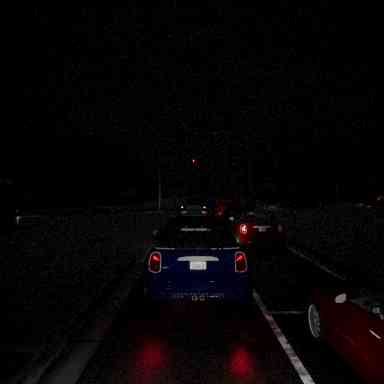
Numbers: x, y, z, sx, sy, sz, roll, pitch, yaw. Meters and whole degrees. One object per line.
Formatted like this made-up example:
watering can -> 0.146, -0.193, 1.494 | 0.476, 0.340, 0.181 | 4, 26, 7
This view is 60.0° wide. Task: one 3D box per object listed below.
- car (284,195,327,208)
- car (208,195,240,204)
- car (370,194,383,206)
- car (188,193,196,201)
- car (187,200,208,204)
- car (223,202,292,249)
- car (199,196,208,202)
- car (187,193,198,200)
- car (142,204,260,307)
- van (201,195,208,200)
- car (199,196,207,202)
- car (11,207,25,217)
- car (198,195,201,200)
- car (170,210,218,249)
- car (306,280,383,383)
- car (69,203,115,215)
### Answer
car -> 13.590, 1.132, 39.904 | 4.892, 1.490, 1.837 | -1, 1, 0
car -> 2.637, 1.323, 25.210 | 2.192, 1.841, 5.009 | -1, 0, 0
car -> 23.874, 0.732, 39.902 | 4.553, 1.767, 2.097 | -1, 1, 0
car -> 0.045, 1.371, 92.197 | 2.150, 2.045, 5.566 | 0, 0, 0
car -> 0.114, 1.572, 25.503 | 1.994, 1.385, 4.181 | 0, 0, -1
car -> 2.634, 1.441, 14.406 | 1.967, 1.590, 4.097 | -1, 0, 0
car -> 2.665, 1.654, 78.603 | 2.008, 1.369, 4.403 | -1, 0, 0
car -> 0.128, 1.427, 67.811 | 2.097, 1.767, 4.553 | 0, 0, 0
car -> 0.073, 1.352, 8.156 | 2.097, 1.767, 4.553 | 0, 0, -1
van -> 2.650, 1.382, 51.572 | 1.690, 1.788, 3.998 | -1, 0, 0
car -> 2.668, 1.664, 84.010 | 1.887, 1.381, 4.507 | -1, 0, 0
car -> -21.121, 2.115, 36.962 | 4.674, 1.442, 1.812 | -2, 1, 0
car -> 2.652, 1.366, 56.978 | 2.192, 1.841, 5.009 | -1, 0, 0
car -> 0.102, 1.603, 15.491 | 1.895, 1.301, 4.718 | 0, 0, 0
car -> 2.631, 1.581, 3.601 | 1.802, 1.307, 4.206 | -1, 0, 0
car -> -10.996, 1.895, 36.949 | 4.718, 1.301, 1.895 | -2, 1, 0
